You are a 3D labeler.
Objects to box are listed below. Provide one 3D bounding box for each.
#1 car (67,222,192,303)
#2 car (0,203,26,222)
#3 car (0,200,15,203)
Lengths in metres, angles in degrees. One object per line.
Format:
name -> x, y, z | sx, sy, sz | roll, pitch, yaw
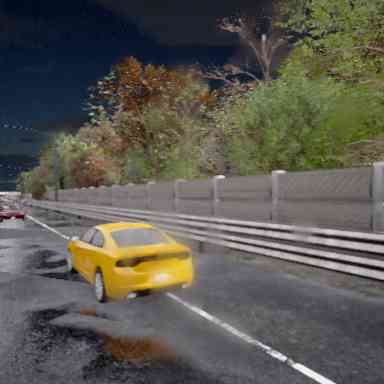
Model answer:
car -> -1.870, 1.521, 8.548 | 1.882, 1.535, 5.008 | -1, 0, -31
car -> -16.157, 1.912, 29.969 | 1.895, 1.301, 4.718 | -1, 0, -31
car -> -21.659, 1.771, 38.987 | 2.097, 1.767, 4.553 | -1, 0, -31
